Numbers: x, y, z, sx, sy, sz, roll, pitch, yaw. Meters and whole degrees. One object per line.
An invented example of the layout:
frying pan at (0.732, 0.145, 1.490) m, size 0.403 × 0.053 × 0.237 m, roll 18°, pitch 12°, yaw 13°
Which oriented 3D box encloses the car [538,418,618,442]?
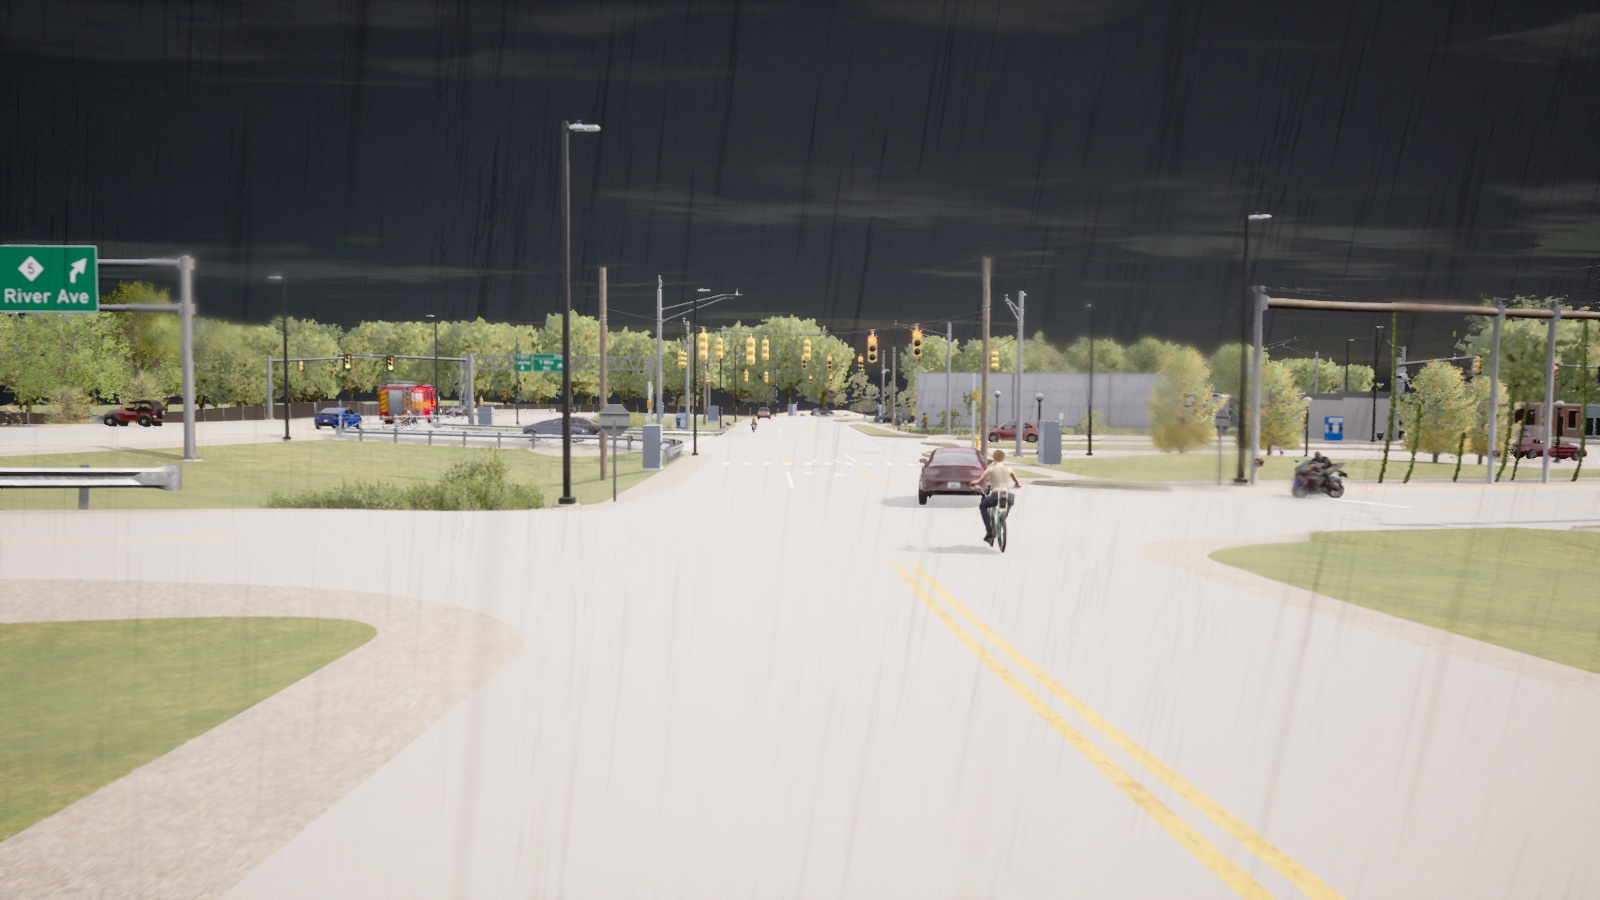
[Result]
car at (-14.230, -1.291, 80.774) m, size 4.892 × 1.490 × 1.837 m, roll 0°, pitch 2°, yaw -3°

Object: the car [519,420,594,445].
car at (-14.912, -1.071, 77.173) m, size 4.181 × 1.385 × 1.994 m, roll 2°, pitch 2°, yaw 1°

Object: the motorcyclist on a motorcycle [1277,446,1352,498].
motorcyclist on a motorcycle at (16.106, 0.676, 39.272) m, size 2.191 × 1.530 × 0.866 m, roll 0°, pitch 3°, yaw -26°

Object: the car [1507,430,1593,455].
car at (46.795, -0.475, 78.409) m, size 4.193 × 1.474 × 1.816 m, roll 1°, pitch 2°, yaw 3°

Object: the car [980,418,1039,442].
car at (14.995, -1.445, 89.925) m, size 3.988 × 1.617 × 1.851 m, roll 0°, pitch 2°, yaw 3°

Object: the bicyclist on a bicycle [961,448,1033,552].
bicyclist on a bicycle at (3.167, 0.775, 20.313) m, size 0.866 × 1.612 × 1.509 m, roll 0°, pitch 1°, yaw -2°

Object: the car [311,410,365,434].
car at (-31.136, -1.898, 84.709) m, size 1.882 × 1.535 × 5.008 m, roll 2°, pitch 2°, yaw -1°

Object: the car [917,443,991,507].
car at (4.116, 0.600, 33.257) m, size 1.812 × 1.442 × 4.674 m, roll 0°, pitch 2°, yaw 8°
